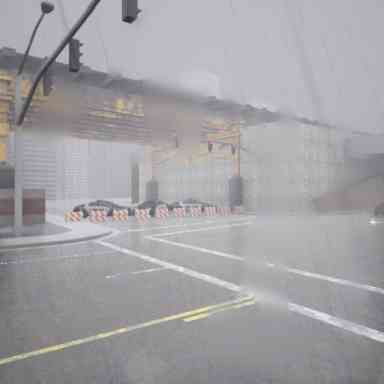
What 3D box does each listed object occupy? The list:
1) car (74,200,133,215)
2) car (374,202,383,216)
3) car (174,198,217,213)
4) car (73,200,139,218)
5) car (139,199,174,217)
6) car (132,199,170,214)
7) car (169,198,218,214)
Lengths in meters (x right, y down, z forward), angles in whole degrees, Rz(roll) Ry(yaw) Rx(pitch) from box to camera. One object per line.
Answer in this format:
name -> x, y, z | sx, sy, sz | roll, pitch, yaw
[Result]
car -> -7.595, 1.295, 28.805 | 4.536, 1.218, 1.853 | 0, 0, 8
car -> 19.020, 1.478, 31.348 | 5.008, 1.535, 1.882 | 0, 0, -37
car -> 0.056, 1.295, 35.241 | 4.536, 1.218, 1.853 | 0, 0, -7
car -> -7.544, 1.453, 28.798 | 4.974, 1.542, 2.038 | 0, 0, 8
car -> -3.800, 1.453, 31.485 | 2.038, 1.542, 4.974 | 0, 0, 18
car -> -3.784, 1.295, 31.535 | 1.853, 1.218, 4.536 | 0, 0, 18
car -> 0.108, 1.453, 35.247 | 4.974, 1.542, 2.038 | 0, 0, -7
